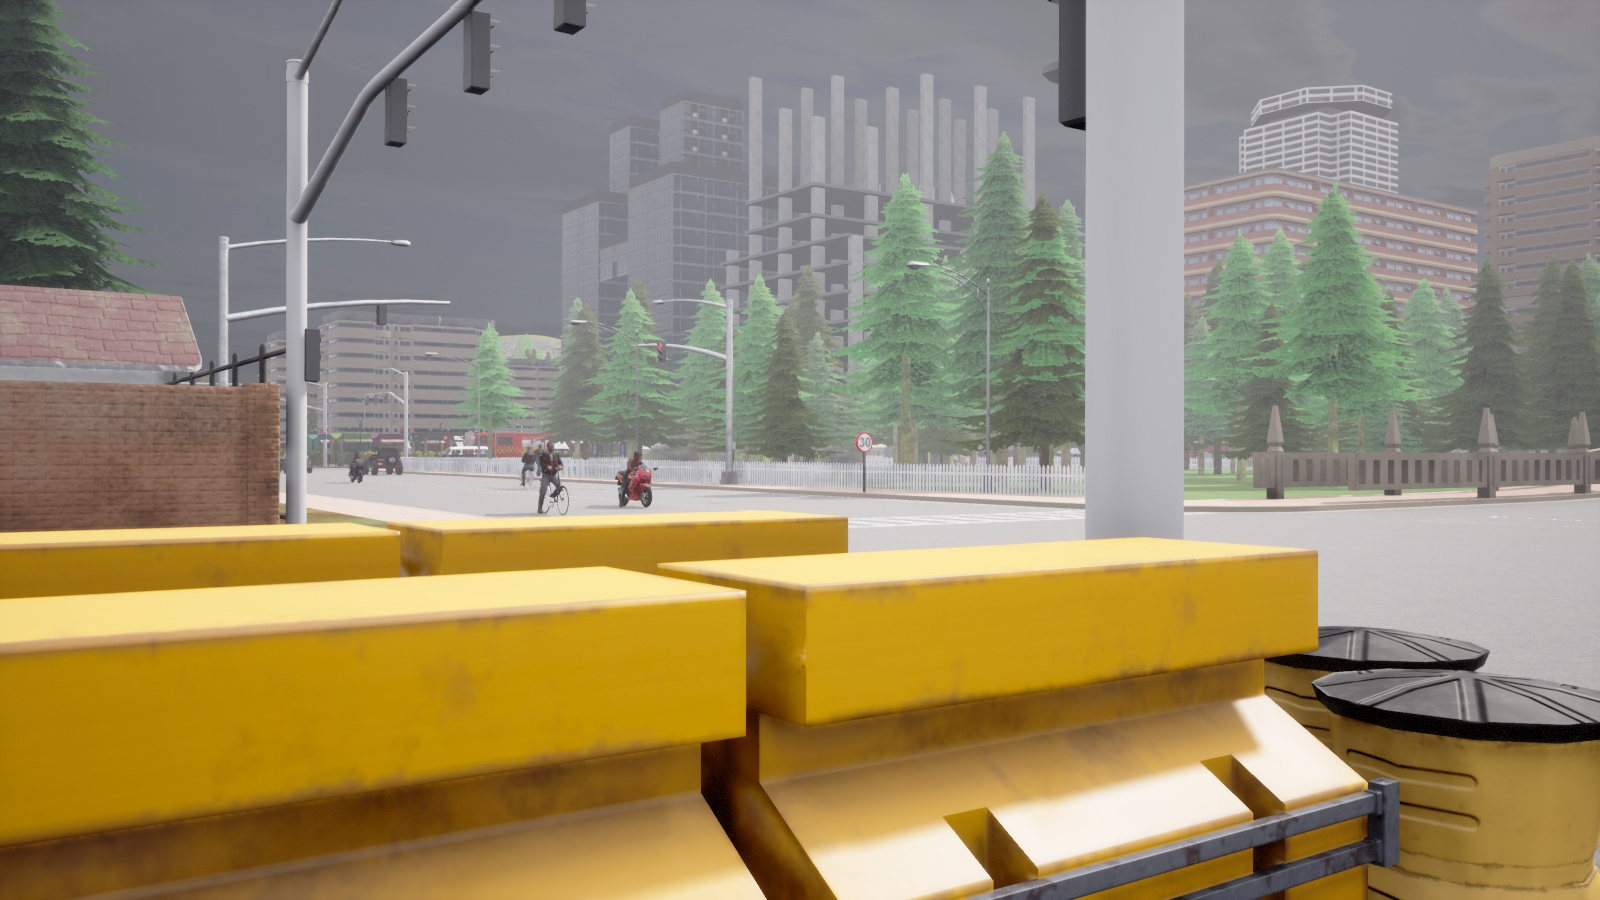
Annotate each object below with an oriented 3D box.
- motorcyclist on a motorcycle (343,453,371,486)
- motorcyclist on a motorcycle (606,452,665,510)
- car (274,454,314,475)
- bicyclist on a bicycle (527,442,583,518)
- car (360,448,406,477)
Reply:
[{"bbox_3d":[-21.100,0.918,59.806,0.797,1.523,2.044,0,0,-33],"label":"motorcyclist on a motorcycle"},{"bbox_3d":[-4.504,0.820,34.329,0.797,1.523,2.044,0,0,-33],"label":"motorcyclist on a motorcycle"},{"bbox_3d":[-35.762,1.003,88.727,1.970,1.475,3.806,0,0,-33],"label":"car"},{"bbox_3d":[-5.881,0.701,30.030,0.659,1.776,1.843,0,0,-33],"label":"bicyclist on a bicycle"},{"bbox_3d":[-27.282,0.799,82.118,1.905,1.878,3.866,0,0,-33],"label":"car"}]
